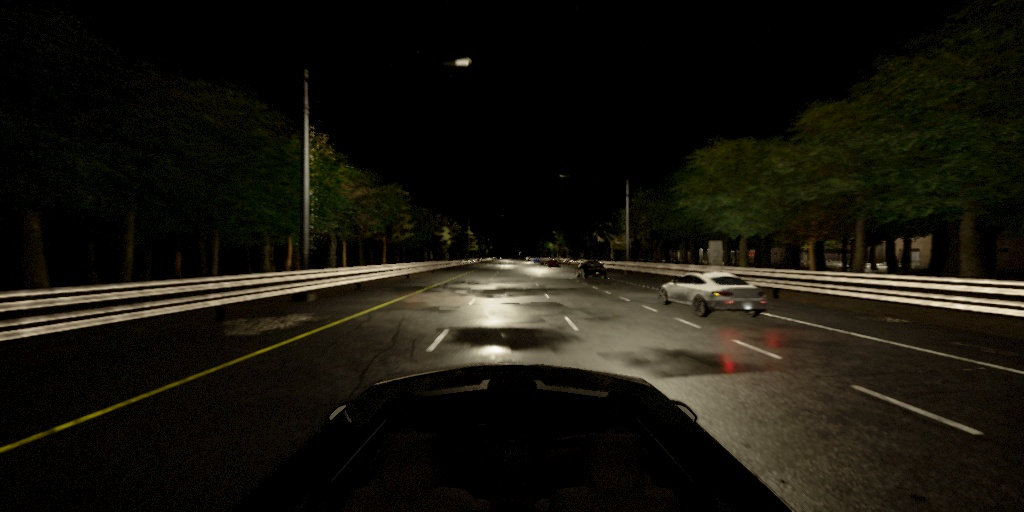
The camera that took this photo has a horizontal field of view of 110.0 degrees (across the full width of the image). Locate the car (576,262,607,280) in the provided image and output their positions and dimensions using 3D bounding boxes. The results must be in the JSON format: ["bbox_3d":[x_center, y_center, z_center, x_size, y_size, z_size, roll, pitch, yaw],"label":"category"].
[{"bbox_3d":[6.998,1.239,31.891,1.882,1.535,5.008,0,0,0],"label":"car"}]

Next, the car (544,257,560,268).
[{"bbox_3d":[7.006,1.314,61.852,1.812,1.442,4.674,0,0,0],"label":"car"}]

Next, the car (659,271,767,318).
[{"bbox_3d":[7.000,1.280,12.957,1.812,1.442,4.674,0,0,0],"label":"car"}]
